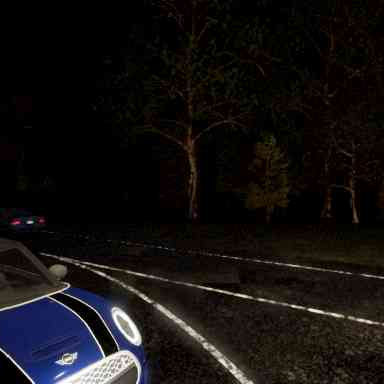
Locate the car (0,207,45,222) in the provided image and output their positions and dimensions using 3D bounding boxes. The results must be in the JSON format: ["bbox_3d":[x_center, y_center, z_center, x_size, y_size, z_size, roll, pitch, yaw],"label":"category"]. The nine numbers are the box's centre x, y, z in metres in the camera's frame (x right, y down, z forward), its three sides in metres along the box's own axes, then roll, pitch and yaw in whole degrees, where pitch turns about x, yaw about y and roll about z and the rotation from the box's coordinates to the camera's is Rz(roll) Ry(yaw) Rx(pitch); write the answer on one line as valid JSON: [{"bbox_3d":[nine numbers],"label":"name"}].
[{"bbox_3d":[-9.575,1.453,17.025,5.357,1.411,2.033,0,0,37],"label":"car"}]

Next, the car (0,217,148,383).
[{"bbox_3d":[-2.654,1.338,3.766,4.553,1.767,2.097,1,0,35],"label":"car"}]
